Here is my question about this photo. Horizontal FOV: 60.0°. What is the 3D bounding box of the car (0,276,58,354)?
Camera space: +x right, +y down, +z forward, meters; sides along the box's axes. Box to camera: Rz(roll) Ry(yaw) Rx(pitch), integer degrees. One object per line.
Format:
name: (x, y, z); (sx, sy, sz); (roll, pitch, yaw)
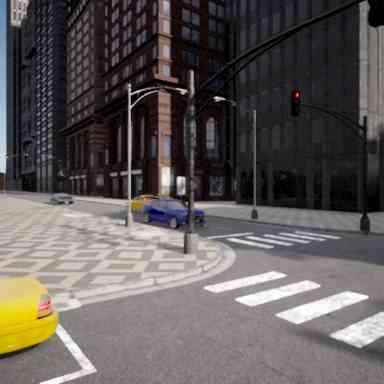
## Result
car: (-4.132, 1.526, 3.701); (4.829, 1.417, 1.752); (0, 0, -35)

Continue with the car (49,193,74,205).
car: (-15.661, 0.803, 39.696); (2.033, 1.411, 5.357); (0, 1, -36)

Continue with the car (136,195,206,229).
car: (-1.169, 1.182, 19.551); (1.882, 1.535, 5.008); (0, 1, -35)

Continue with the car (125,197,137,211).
car: (-4.162, 1.006, 29.197); (1.882, 1.535, 5.008); (0, 1, -36)
